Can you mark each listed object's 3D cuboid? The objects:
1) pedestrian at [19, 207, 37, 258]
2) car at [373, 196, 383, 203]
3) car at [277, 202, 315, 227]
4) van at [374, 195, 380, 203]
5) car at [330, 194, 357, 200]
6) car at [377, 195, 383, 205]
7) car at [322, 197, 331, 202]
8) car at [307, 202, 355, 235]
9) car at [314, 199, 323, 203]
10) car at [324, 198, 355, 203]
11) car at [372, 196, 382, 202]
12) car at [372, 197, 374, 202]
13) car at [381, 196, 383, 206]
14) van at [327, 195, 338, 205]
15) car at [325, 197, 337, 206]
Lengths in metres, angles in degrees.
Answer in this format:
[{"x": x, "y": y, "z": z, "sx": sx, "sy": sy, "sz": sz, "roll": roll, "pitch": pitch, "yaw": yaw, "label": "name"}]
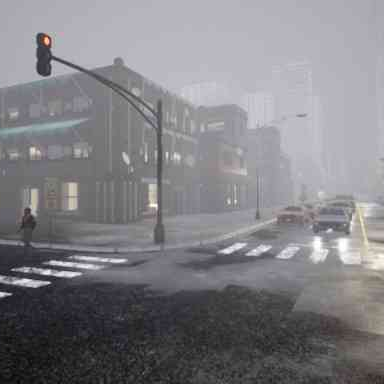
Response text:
[{"x": -5.891, "y": 1.430, "z": 11.968, "sx": 0.375, "sy": 1.860, "sz": 0.375, "roll": 0, "pitch": 1, "yaw": 26, "label": "pedestrian"}, {"x": 41.508, "y": 1.667, "z": 74.083, "sx": 1.802, "sy": 1.307, "sz": 4.206, "roll": 0, "pitch": 0, "yaw": 26, "label": "car"}, {"x": 7.141, "y": 1.549, "z": 23.248, "sx": 1.887, "sy": 1.381, "sz": 4.507, "roll": 0, "pitch": 0, "yaw": 26, "label": "car"}, {"x": 36.642, "y": 1.404, "z": 64.163, "sx": 1.690, "sy": 1.788, "sz": 3.998, "roll": 0, "pitch": 0, "yaw": 26, "label": "van"}, {"x": 17.126, "y": 1.239, "z": 37.298, "sx": 2.150, "sy": 2.045, "sz": 5.566, "roll": 0, "pitch": 0, "yaw": 26, "label": "car"}, {"x": 31.774, "y": 1.626, "z": 54.240, "sx": 1.802, "sy": 1.307, "sz": 4.206, "roll": 0, "pitch": 0, "yaw": 26, "label": "car"}, {"x": 14.444, "y": 1.542, "z": 37.936, "sx": 1.752, "sy": 1.417, "sz": 4.829, "roll": 0, "pitch": 0, "yaw": 26, "label": "car"}, {"x": 8.215, "y": 1.551, "z": 19.338, "sx": 2.033, "sy": 1.411, "sz": 5.357, "roll": 0, "pitch": 0, "yaw": 26, "label": "car"}, {"x": 9.651, "y": 1.574, "z": 28.167, "sx": 1.947, "sy": 1.339, "sz": 4.313, "roll": 0, "pitch": 0, "yaw": 26, "label": "car"}, {"x": 12.395, "y": 1.535, "z": 27.807, "sx": 1.812, "sy": 1.442, "sz": 4.674, "roll": 0, "pitch": 0, "yaw": 26, "label": "car"}, {"x": 43.941, "y": 1.661, "z": 79.045, "sx": 1.947, "sy": 1.339, "sz": 4.313, "roll": 0, "pitch": 0, "yaw": 26, "label": "car"}, {"x": 39.149, "y": 1.599, "z": 69.276, "sx": 1.752, "sy": 1.417, "sz": 4.829, "roll": 0, "pitch": 0, "yaw": 26, "label": "car"}, {"x": 26.909, "y": 1.580, "z": 44.320, "sx": 2.008, "sy": 1.369, "sz": 4.403, "roll": 0, "pitch": 0, "yaw": 26, "label": "car"}, {"x": 26.684, "y": 1.393, "z": 62.892, "sx": 1.690, "sy": 1.788, "sz": 3.998, "roll": 0, "pitch": 0, "yaw": 26, "label": "van"}, {"x": 24.176, "y": 1.568, "z": 57.778, "sx": 1.752, "sy": 1.417, "sz": 4.829, "roll": 0, "pitch": 0, "yaw": 26, "label": "car"}]
